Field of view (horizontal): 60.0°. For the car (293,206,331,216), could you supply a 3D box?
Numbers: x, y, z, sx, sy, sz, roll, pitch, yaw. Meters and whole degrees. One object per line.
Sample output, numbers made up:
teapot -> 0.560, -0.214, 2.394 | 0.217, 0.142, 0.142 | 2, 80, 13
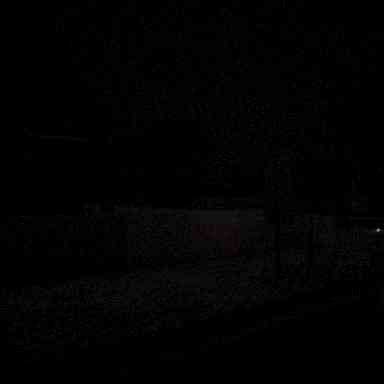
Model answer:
car -> 8.163, 1.856, 25.272 | 4.902, 1.511, 2.128 | 0, 3, 36

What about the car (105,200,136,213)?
car -> -8.431, 1.776, 39.363 | 4.892, 1.490, 1.837 | 0, 3, 45

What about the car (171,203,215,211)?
car -> 0.055, 1.821, 31.616 | 4.902, 1.511, 2.128 | 0, 3, 40
